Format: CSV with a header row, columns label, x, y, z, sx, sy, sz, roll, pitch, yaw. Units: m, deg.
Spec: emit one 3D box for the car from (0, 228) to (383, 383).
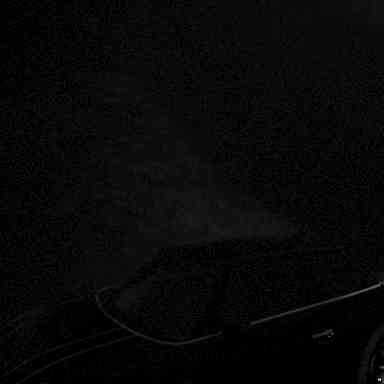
label,x,y,z,sx,sy,sz,roll,pitch,yaw
car,0.209,1.352,3.595,4.553,1.767,2.097,0,0,-31
